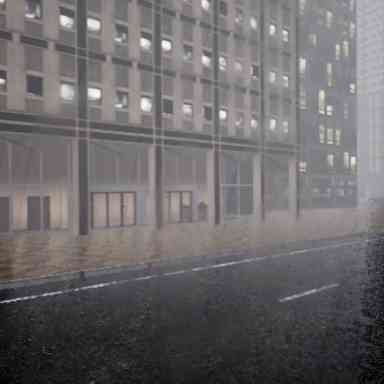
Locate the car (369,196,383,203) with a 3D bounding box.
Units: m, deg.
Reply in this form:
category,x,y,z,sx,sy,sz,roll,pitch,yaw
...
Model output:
category,x,y,z,sx,sy,sz,roll,pitch,yaw
car,33.121,1.284,57.833,1.887,1.381,4.507,0,0,-34
